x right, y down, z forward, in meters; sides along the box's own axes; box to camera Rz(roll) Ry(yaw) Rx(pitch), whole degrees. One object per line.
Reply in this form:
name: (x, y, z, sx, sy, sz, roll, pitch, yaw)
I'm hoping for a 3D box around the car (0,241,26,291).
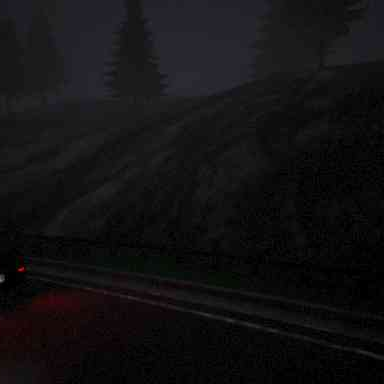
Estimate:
car: (-5.695, 1.490, 7.357, 4.674, 1.442, 1.812, 0, 0, 28)
